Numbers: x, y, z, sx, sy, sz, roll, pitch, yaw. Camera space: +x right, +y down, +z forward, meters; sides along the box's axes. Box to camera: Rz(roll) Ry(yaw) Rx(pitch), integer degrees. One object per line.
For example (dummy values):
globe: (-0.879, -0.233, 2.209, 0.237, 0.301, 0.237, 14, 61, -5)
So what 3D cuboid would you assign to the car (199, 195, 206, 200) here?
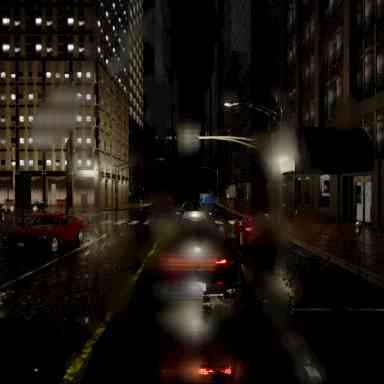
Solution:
car: (2.816, 1.549, 92.661, 1.802, 1.307, 4.206, 0, 0, 0)

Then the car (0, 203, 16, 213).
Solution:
car: (-18.569, 1.308, 28.881, 5.009, 1.841, 2.192, 0, 0, 1)

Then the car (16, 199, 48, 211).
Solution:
car: (-18.470, 1.498, 37.262, 4.403, 1.369, 2.008, 0, 0, 1)

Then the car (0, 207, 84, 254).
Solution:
car: (-5.806, 1.543, 13.523, 1.887, 1.381, 4.507, 0, 0, 0)

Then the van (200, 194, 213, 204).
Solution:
van: (2.766, 1.328, 58.481, 1.690, 1.788, 3.998, 0, 0, 0)

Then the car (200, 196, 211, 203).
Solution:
car: (2.784, 1.533, 69.874, 2.008, 1.369, 4.403, 0, 0, 0)

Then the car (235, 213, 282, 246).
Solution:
car: (2.835, 1.580, 14.888, 1.802, 1.307, 4.206, 0, 0, 0)

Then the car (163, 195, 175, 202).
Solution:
car: (-5.589, 1.524, 75.583, 1.887, 1.381, 4.507, 0, 0, 0)

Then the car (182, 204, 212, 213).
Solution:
car: (0.125, 1.562, 17.411, 1.994, 1.385, 4.181, 0, 0, 0)

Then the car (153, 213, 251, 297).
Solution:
car: (0.111, 1.504, 8.535, 1.837, 1.490, 4.892, 0, 0, 0)

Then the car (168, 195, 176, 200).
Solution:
car: (-5.564, 1.533, 92.674, 1.947, 1.339, 4.313, 0, 0, 0)

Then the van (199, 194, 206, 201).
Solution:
van: (2.807, 1.312, 86.965, 1.690, 1.788, 3.998, 0, 0, 0)
